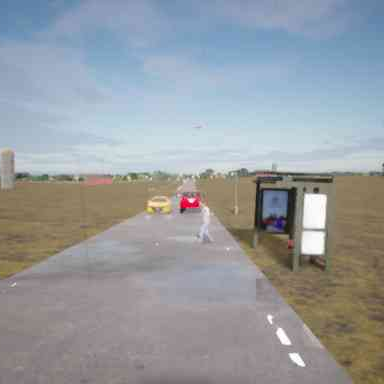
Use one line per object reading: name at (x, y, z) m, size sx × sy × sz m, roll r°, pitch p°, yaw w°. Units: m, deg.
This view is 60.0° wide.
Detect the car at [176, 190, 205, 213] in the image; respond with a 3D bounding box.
car at (0.057, 0.866, 31.419) m, size 2.150 × 2.045 × 5.566 m, roll 0°, pitch 1°, yaw 2°

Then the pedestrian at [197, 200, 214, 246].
pedestrian at (0.489, 1.161, 12.914) m, size 0.375 × 1.860 × 0.375 m, roll -3°, pitch 3°, yaw -10°

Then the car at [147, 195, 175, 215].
car at (-2.852, 1.142, 29.949) m, size 1.882 × 1.535 × 5.008 m, roll 0°, pitch 1°, yaw 0°

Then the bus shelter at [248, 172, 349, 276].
bus shelter at (3.176, 0.766, 10.870) m, size 1.920 × 2.740 × 3.880 m, roll 2°, pitch 3°, yaw 0°

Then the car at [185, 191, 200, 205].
car at (0.066, 0.770, 47.265) m, size 2.097 × 1.767 × 4.553 m, roll 0°, pitch 1°, yaw 0°
